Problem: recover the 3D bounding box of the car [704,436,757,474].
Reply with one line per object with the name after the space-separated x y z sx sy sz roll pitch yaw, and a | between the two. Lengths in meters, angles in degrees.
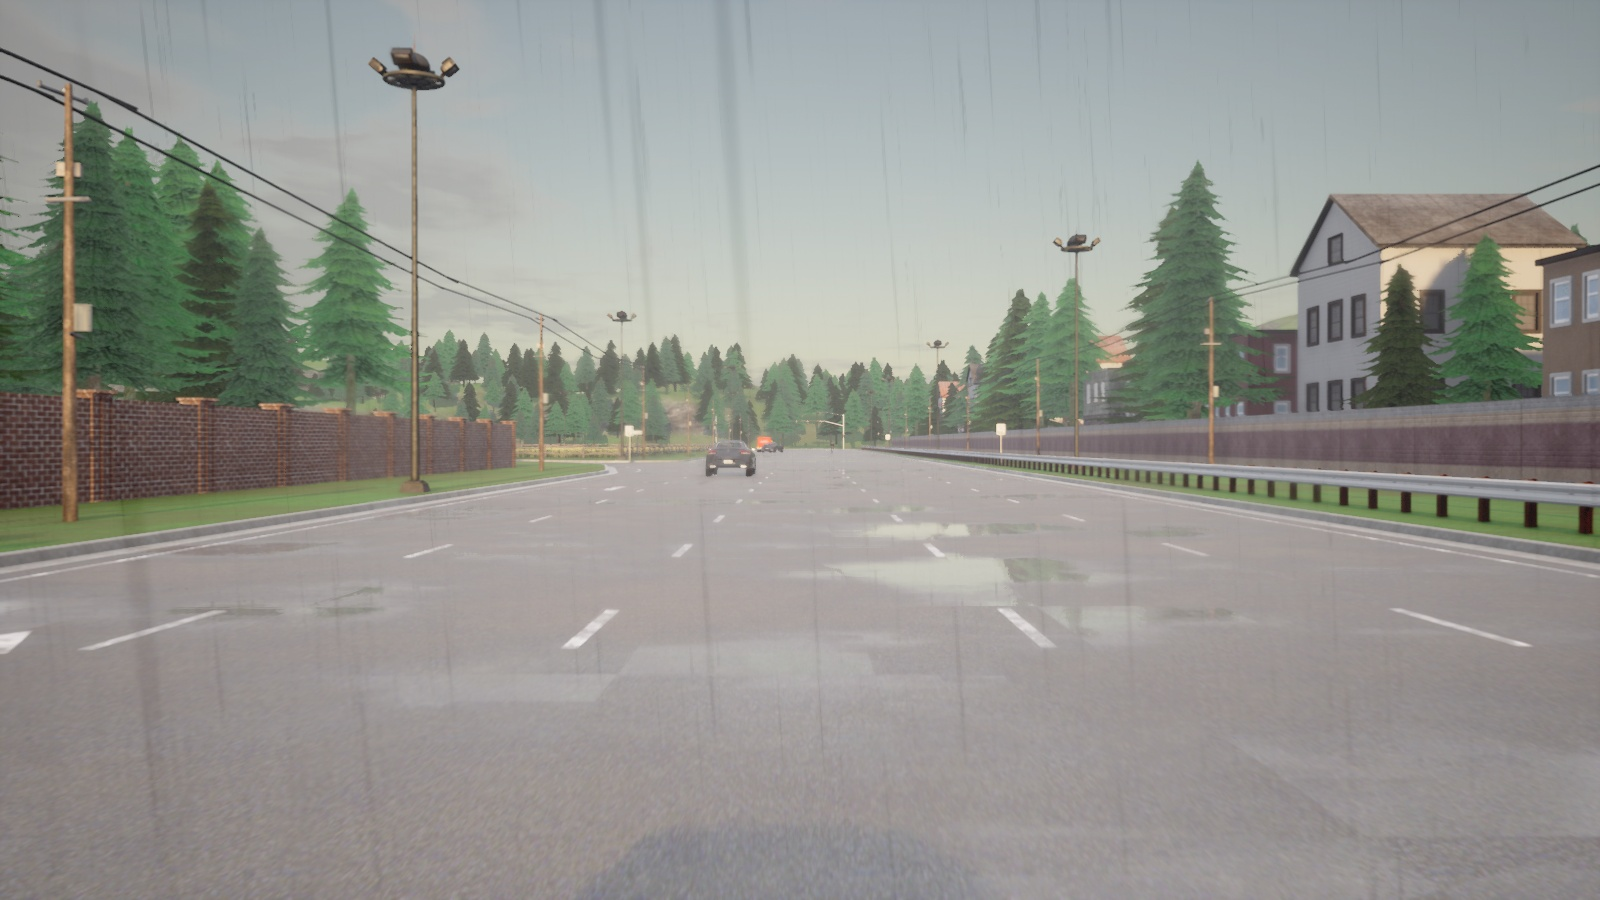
-3.154 0.196 57.855 2.152 1.651 5.027 0 0 0 | car
